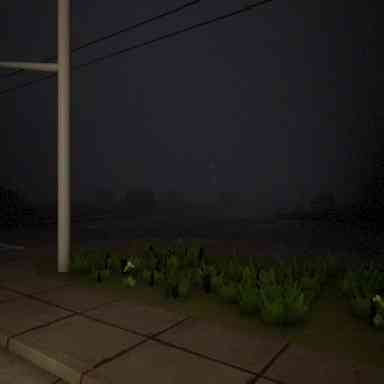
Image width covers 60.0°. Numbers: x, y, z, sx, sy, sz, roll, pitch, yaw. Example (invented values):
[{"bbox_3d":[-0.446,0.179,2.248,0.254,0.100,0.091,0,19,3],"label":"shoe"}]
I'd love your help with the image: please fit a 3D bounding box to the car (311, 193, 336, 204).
[{"bbox_3d":[17.266,1.113,43.822,1.905,1.878,3.866,-6,-1,-8],"label":"car"}]
